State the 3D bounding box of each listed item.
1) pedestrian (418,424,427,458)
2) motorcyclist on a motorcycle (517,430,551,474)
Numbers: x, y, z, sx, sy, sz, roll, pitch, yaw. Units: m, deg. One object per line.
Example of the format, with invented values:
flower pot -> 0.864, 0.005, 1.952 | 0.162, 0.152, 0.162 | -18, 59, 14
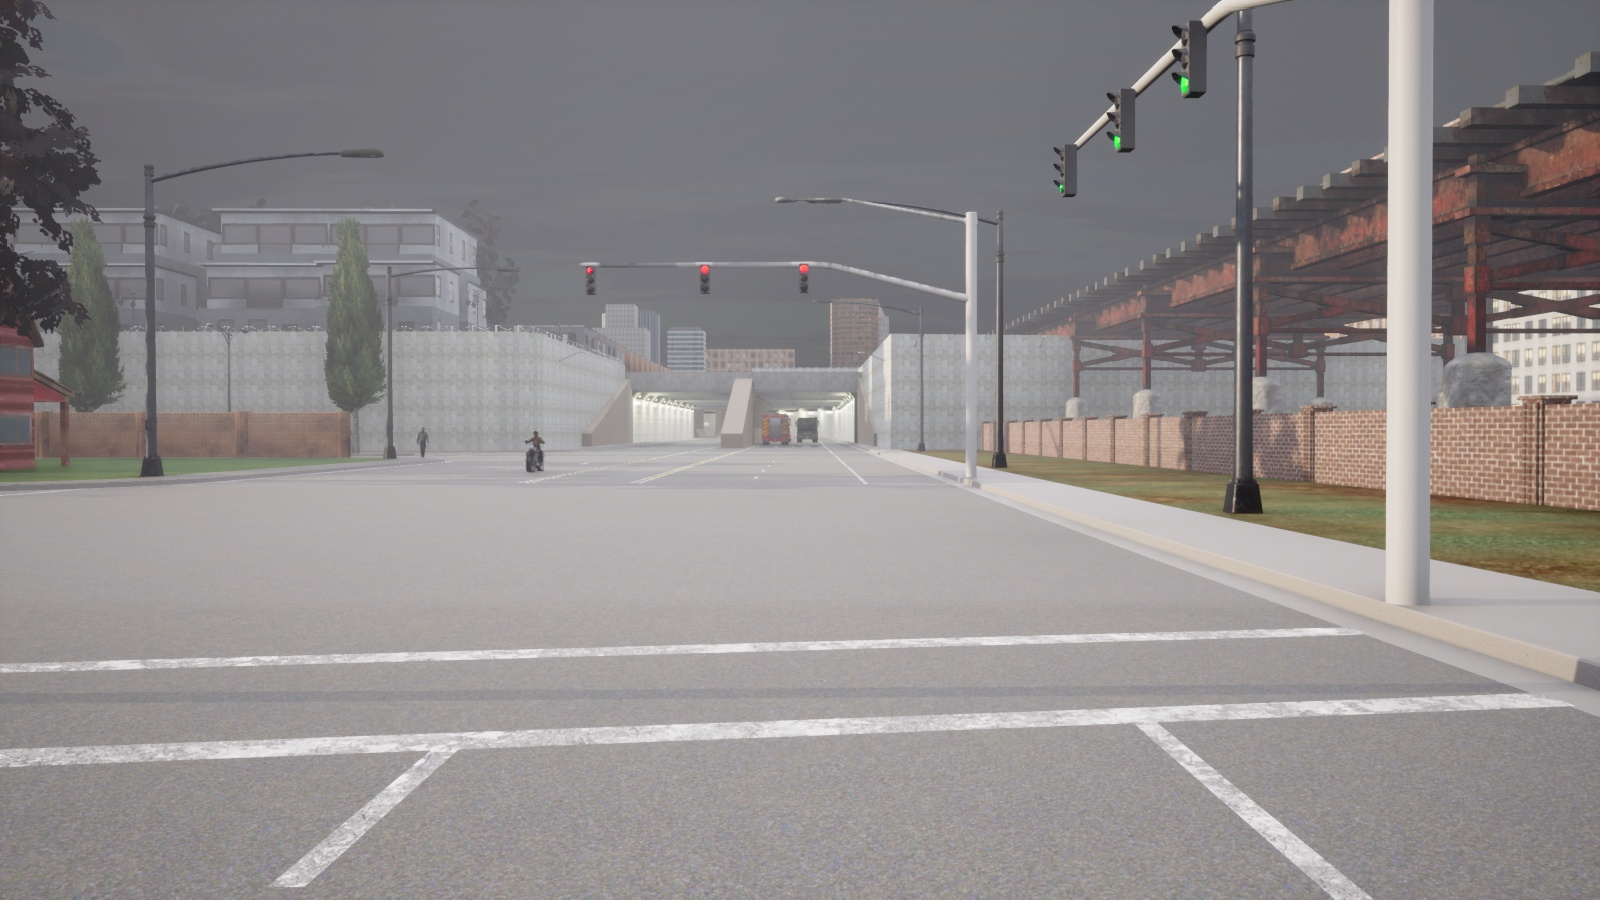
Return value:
pedestrian -> -21.583, -0.516, 71.784 | 0.423, 1.949, 0.788 | 0, 1, -13
motorcyclist on a motorcycle -> -10.207, 0.050, 48.241 | 0.766, 1.649, 2.350 | 0, 1, 0
